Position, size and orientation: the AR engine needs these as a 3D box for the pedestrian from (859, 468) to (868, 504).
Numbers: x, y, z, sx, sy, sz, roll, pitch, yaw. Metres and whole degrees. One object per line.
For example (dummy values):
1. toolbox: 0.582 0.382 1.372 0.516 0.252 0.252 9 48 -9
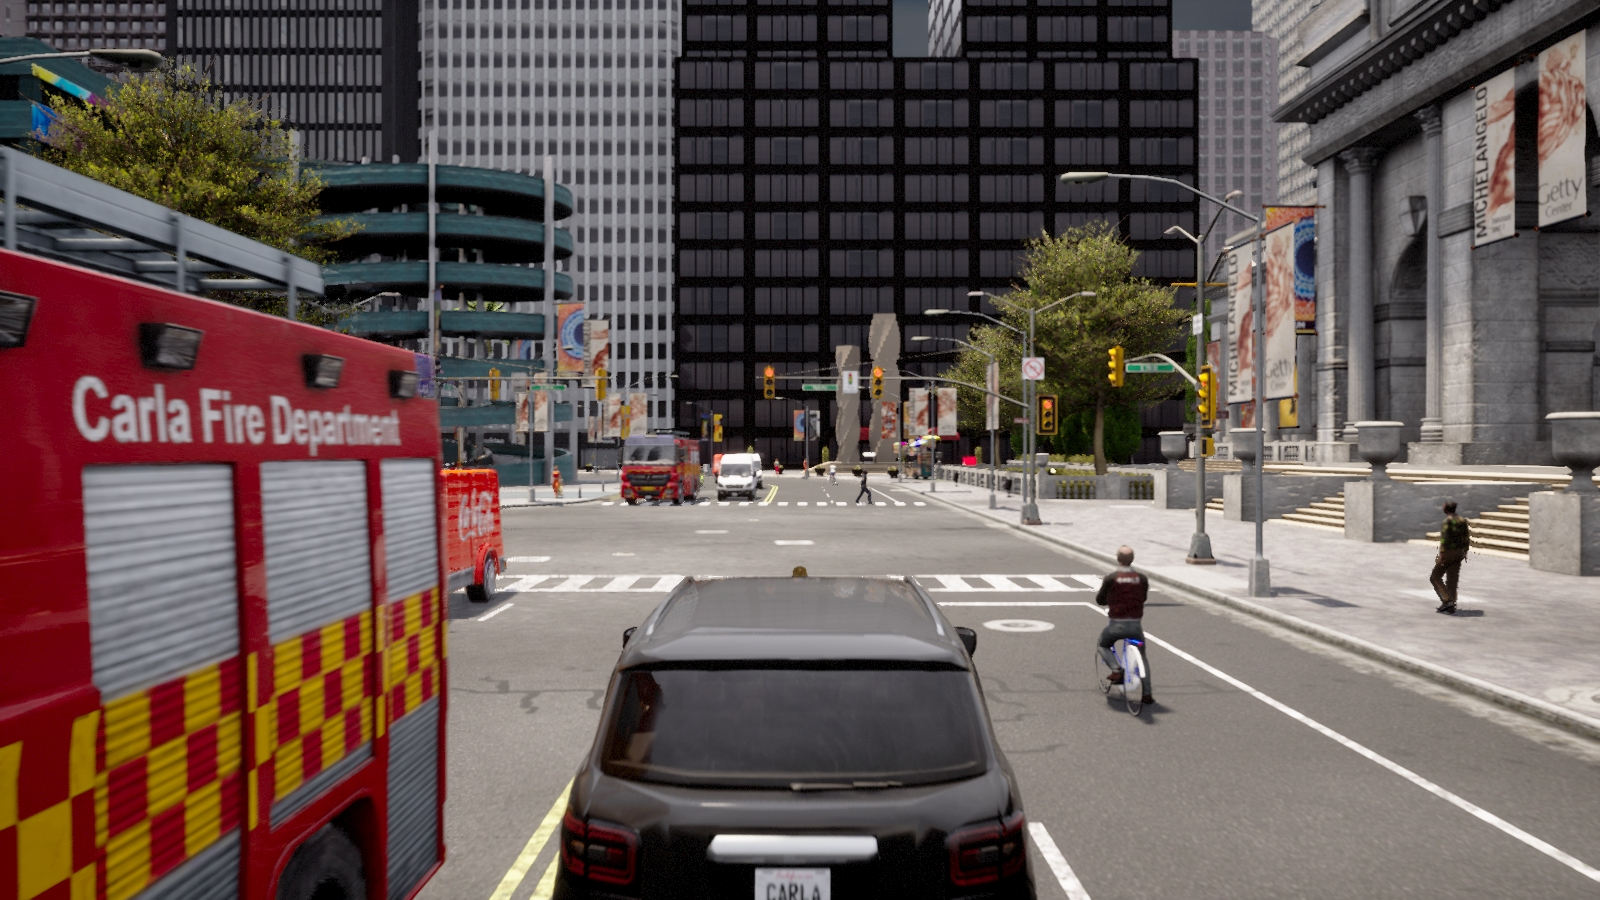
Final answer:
1. pedestrian: 3.264 1.849 58.546 0.375 1.860 0.375 0 0 16

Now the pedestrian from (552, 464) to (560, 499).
1. pedestrian: -13.208 1.696 61.847 0.375 1.860 0.375 0 0 -6

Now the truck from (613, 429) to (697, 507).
1. truck: -7.535 0.890 60.566 2.891 3.827 8.468 0 0 3

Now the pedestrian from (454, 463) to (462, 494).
1. pedestrian: -20.358 1.696 68.092 0.375 1.860 0.375 0 0 -2

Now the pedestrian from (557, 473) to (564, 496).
1. pedestrian: -13.716 1.976 65.417 0.375 1.300 0.375 0 0 -10

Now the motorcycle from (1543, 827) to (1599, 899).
1. motorcycle: 3.508 2.182 3.833 0.856 1.236 1.805 0 0 0

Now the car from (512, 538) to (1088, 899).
1. car: 0.021 1.779 7.048 2.150 2.045 5.566 0 0 0

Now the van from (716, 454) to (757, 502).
1. van: -3.530 1.535 64.222 1.988 2.561 5.915 0 0 0

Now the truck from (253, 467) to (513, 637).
1. truck: -6.900 1.566 19.716 2.627 2.467 5.204 0 0 0

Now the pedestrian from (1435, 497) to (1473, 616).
1. pedestrian: 10.467 1.696 18.301 0.375 1.860 0.375 0 0 -12

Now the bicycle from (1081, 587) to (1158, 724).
1. bicycle: 3.481 2.210 12.576 0.329 1.171 1.835 0 0 0
